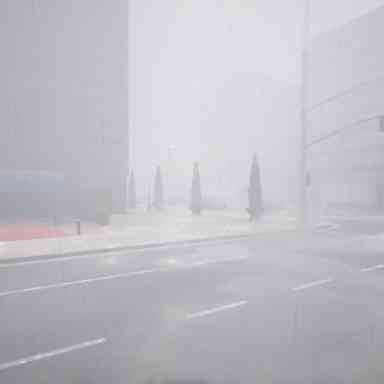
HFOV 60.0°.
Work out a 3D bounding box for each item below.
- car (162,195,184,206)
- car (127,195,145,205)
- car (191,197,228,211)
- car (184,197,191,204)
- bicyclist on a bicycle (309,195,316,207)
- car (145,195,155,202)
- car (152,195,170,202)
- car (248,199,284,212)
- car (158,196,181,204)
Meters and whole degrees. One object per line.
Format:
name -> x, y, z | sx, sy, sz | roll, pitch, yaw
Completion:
car -> -3.768, 1.514, 55.640 | 1.812, 1.442, 4.674 | 0, 0, -35
car -> -10.938, 1.482, 59.921 | 2.128, 1.511, 4.902 | 0, 0, -34
car -> 2.311, 1.343, 40.721 | 2.097, 1.767, 4.553 | 0, 0, -35
car -> -1.408, 1.586, 64.746 | 1.895, 1.301, 4.718 | 0, 0, -34
bicyclist on a bicycle -> 16.980, 1.284, 46.742 | 1.656, 1.620, 0.582 | 0, 0, -35
car -> -9.660, 1.371, 70.388 | 1.882, 1.535, 5.008 | 0, 0, -35
car -> -6.785, 1.370, 72.385 | 1.882, 1.535, 5.008 | 0, 0, -35
car -> 8.445, 1.551, 38.025 | 1.994, 1.385, 4.181 | 0, 0, -35
car -> -4.194, 1.478, 62.618 | 2.128, 1.511, 4.902 | 0, 0, -34
